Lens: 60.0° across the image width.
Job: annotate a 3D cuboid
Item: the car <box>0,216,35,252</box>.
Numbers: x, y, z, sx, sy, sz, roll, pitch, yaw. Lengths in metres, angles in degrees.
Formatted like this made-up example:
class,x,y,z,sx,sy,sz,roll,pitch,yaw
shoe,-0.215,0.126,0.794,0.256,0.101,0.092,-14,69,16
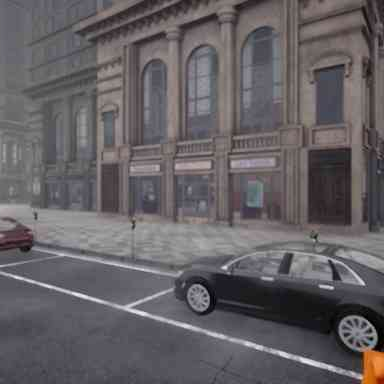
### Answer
class,x,y,z,sx,sy,sz,roll,pitch,yaw
car,-7.420,1.514,12.151,4.206,1.307,1.802,0,0,35

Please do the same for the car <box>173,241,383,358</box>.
class,x,y,z,sx,sy,sz,roll,pitch,yaw
car,1.664,1.544,5.859,4.403,1.369,2.008,0,0,35

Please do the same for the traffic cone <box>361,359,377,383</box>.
class,x,y,z,sx,sy,sz,roll,pitch,yaw
traffic cone,1.759,1.956,3.301,0.340,0.580,0.340,0,0,35
